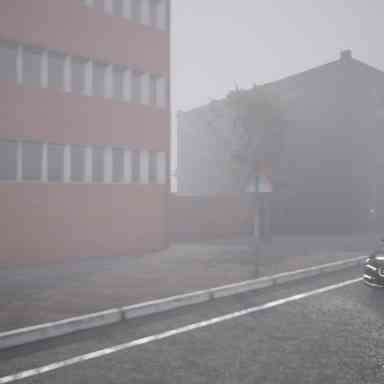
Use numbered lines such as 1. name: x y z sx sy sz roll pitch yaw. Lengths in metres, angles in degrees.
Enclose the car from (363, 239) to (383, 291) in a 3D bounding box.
1. car: 6.033 1.541 8.002 4.892 1.490 1.837 0 0 -36
